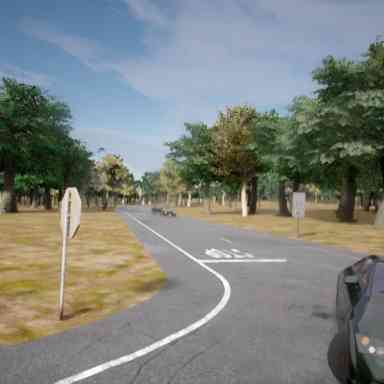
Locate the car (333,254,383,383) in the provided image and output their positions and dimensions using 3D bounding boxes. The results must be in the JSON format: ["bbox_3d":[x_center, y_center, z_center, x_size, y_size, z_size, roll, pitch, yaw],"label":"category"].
[{"bbox_3d":[3.150,1.650,4.681,1.994,1.385,4.181,1,-1,22],"label":"car"}]

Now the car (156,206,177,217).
[{"bbox_3d":[-3.550,2.929,48.066,1.895,1.301,4.718,3,-2,-14],"label":"car"}]

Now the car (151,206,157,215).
[{"bbox_3d":[-5.828,3.055,56.906,1.882,1.535,5.008,3,-2,-14],"label":"car"}]
